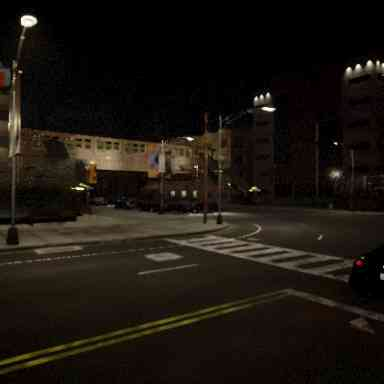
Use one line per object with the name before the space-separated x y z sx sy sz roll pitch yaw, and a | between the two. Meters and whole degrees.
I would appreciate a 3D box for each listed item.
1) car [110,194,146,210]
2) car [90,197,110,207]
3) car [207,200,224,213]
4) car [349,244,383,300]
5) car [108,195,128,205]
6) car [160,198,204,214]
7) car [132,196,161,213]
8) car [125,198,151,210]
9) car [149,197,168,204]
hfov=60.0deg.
car | -8.345 1.459 43.214 2.185 1.767 4.553 0 0 -35
car | -14.494 1.587 52.063 2.231 1.521 4.892 0 0 -25
car | 1.960 1.705 39.722 1.994 1.385 4.181 0 0 -35
car | 5.455 1.614 7.379 4.181 1.385 1.994 0 0 -31
car | -14.003 1.495 62.763 2.097 1.767 4.553 0 0 -34
car | -1.206 1.669 38.139 2.033 1.411 5.357 0 0 -35
car | -4.548 1.585 38.029 2.097 1.535 5.008 0 0 -35
car | -7.759 1.648 47.524 1.812 1.442 4.674 0 0 -35
car | -7.224 1.798 70.854 1.895 1.301 4.718 0 0 -35
